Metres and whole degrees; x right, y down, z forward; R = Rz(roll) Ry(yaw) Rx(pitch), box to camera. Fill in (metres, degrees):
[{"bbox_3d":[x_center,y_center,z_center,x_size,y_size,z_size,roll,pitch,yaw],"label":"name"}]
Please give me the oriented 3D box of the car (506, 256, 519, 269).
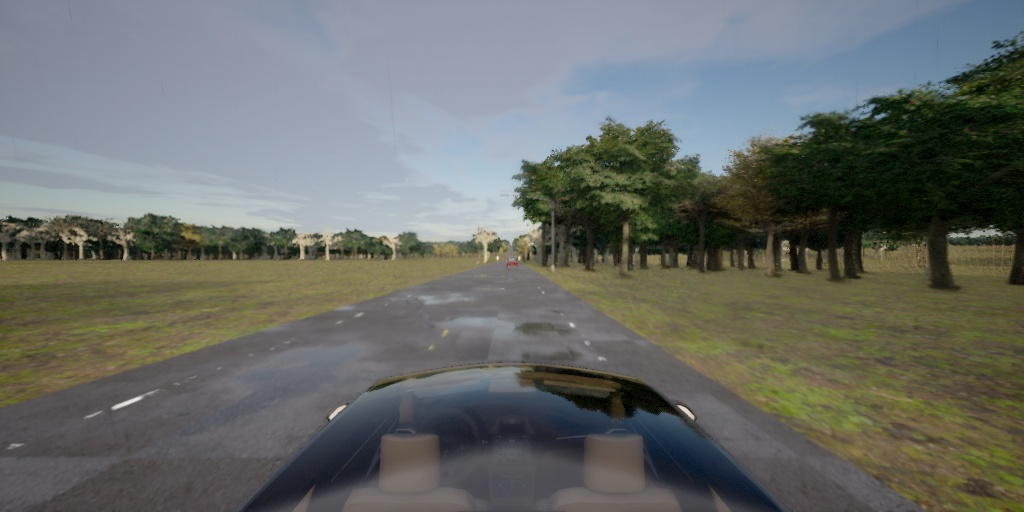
[{"bbox_3d":[0.025,1.219,57.126,1.882,1.535,5.008,0,0,0],"label":"car"}]
